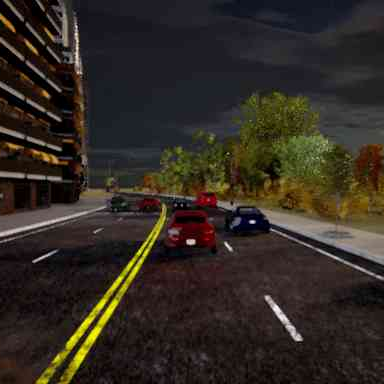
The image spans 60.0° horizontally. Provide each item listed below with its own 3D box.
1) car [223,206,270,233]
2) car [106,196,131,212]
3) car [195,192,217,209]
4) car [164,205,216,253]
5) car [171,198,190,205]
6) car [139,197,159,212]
[{"bbox_3d":[2.953,1.453,18.680,1.994,1.385,4.181,0,0,-2],"label":"car"},{"bbox_3d":[-7.838,1.196,35.751,2.097,1.767,4.553,0,0,-4],"label":"car"},{"bbox_3d":[1.669,0.985,40.197,2.150,2.045,5.566,0,0,-5],"label":"car"},{"bbox_3d":[-0.105,1.452,13.190,1.812,1.442,4.674,0,0,-2],"label":"car"},{"bbox_3d":[-1.204,1.347,35.601,2.033,1.411,5.357,0,0,-4],"label":"car"},{"bbox_3d":[-4.594,1.304,35.962,1.882,1.535,5.008,0,0,-4],"label":"car"}]
